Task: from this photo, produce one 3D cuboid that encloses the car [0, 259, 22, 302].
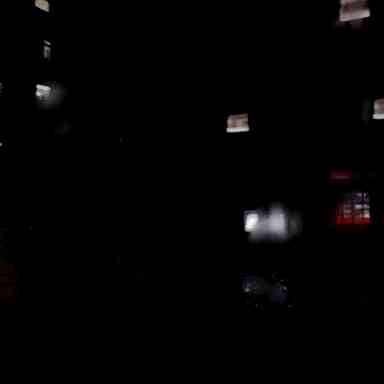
[{"bbox_3d":[-5.467,1.561,7.230,4.829,1.417,1.752,0,-2,38],"label":"car"}]
